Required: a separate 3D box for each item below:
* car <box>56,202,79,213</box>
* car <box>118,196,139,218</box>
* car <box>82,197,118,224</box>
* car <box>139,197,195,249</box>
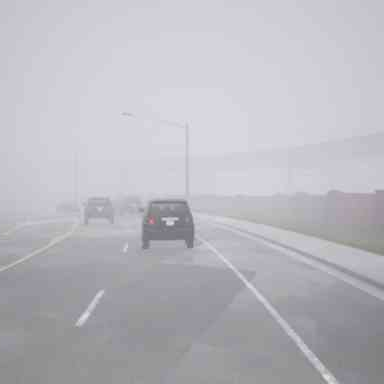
[{"bbox_3d":[-15.882,1.908,42.352,1.994,1.385,4.181,-1,0,-36],"label":"car"},{"bbox_3d":[-6.578,1.423,33.677,2.150,2.045,5.566,0,0,-24],"label":"car"},{"bbox_3d":[-7.585,1.409,26.868,2.150,2.045,5.566,0,0,-18],"label":"car"},{"bbox_3d":[-1.250,1.307,15.399,2.150,2.045,5.566,0,0,-9],"label":"car"}]
